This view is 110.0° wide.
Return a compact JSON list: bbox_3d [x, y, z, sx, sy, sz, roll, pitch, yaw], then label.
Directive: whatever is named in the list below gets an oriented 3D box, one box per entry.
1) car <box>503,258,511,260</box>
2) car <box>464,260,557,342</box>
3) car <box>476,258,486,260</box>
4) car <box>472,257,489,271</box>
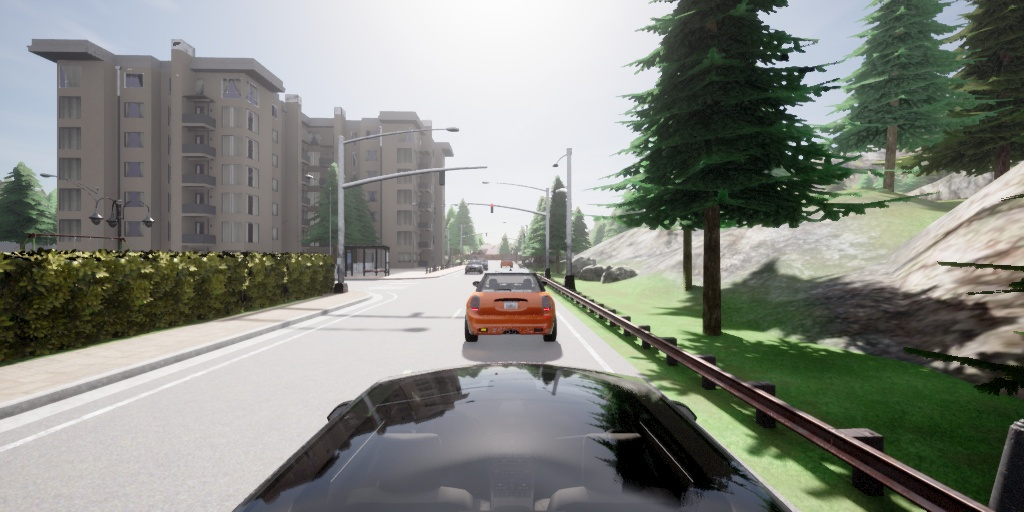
[{"bbox_3d":[-0.904,1.102,61.205,2.097,1.767,4.553,0,0,-1],"label":"car"},{"bbox_3d":[-0.049,1.102,9.948,2.097,1.767,4.553,0,0,-1],"label":"car"},{"bbox_3d":[-4.250,1.255,40.735,1.837,1.490,4.892,0,0,-1],"label":"car"},{"bbox_3d":[-4.430,1.102,50.647,2.097,1.767,4.553,0,0,-2],"label":"car"}]
